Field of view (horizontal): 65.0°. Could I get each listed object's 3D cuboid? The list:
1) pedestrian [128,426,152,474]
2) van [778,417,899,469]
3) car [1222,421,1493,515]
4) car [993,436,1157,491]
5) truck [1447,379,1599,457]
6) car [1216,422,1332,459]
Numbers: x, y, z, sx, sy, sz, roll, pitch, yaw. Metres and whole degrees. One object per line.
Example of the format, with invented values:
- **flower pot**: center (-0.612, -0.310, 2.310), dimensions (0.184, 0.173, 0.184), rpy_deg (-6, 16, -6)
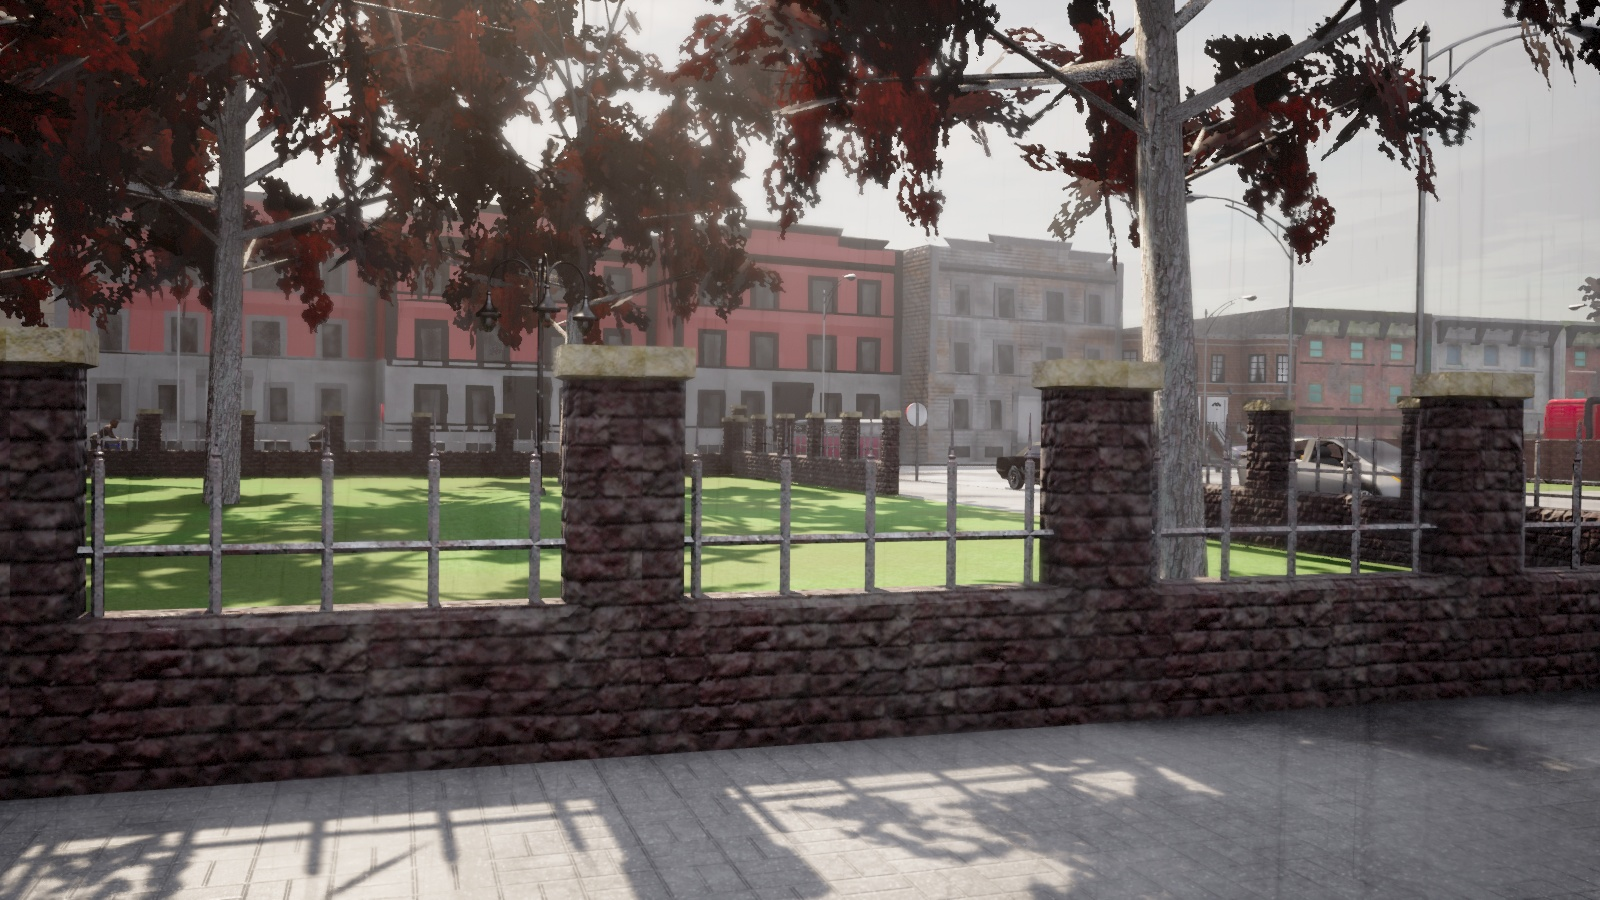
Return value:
- **pedestrian**: center (-25.449, -0.005, 48.414), dimensions (0.720, 1.854, 0.376), rpy_deg (-1, 1, -19)
- **van**: center (1.518, -0.272, 49.555), dimensions (4.442, 1.987, 1.775), rpy_deg (0, 1, 25)
- **car**: center (10.067, 0.260, 23.108), dimensions (2.007, 1.525, 4.514), rpy_deg (-1, 1, -20)
- **car**: center (6.994, 0.294, 32.525), dimensions (1.895, 1.301, 4.718), rpy_deg (-1, 1, -20)
- **truck**: center (34.239, -1.499, 58.082), dimensions (7.936, 3.462, 2.891), rpy_deg (-1, 1, -18)
- **car**: center (22.012, -0.459, 58.345), dimensions (4.856, 1.649, 2.033), rpy_deg (-1, 1, -18)
